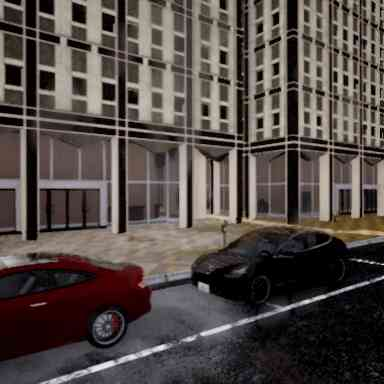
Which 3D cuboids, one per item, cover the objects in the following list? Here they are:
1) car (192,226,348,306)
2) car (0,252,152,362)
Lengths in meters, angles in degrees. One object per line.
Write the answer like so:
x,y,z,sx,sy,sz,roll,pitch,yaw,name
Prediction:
2.014,1.544,7.982,4.313,1.339,1.947,0,0,-35,car
-2.590,1.581,4.709,4.206,1.307,1.802,0,0,-35,car
